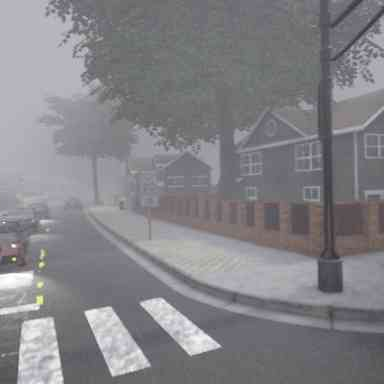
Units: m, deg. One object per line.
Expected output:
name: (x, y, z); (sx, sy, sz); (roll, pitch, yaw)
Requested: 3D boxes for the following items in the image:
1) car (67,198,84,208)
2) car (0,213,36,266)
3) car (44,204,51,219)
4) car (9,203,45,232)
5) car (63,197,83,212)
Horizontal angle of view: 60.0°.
car: (-17.701, 1.635, 50.720); (2.033, 1.411, 5.357); (-2, 0, -15)
car: (-6.628, 1.676, 11.280); (1.994, 1.385, 4.181); (-2, 1, -23)
car: (-13.975, 1.717, 30.107); (1.994, 1.385, 4.181); (-2, 1, -18)
car: (-10.448, 1.663, 20.608); (1.812, 1.442, 4.674); (-2, 0, -21)
car: (-14.710, 1.429, 41.201); (2.097, 1.767, 4.553); (-2, 1, -17)
